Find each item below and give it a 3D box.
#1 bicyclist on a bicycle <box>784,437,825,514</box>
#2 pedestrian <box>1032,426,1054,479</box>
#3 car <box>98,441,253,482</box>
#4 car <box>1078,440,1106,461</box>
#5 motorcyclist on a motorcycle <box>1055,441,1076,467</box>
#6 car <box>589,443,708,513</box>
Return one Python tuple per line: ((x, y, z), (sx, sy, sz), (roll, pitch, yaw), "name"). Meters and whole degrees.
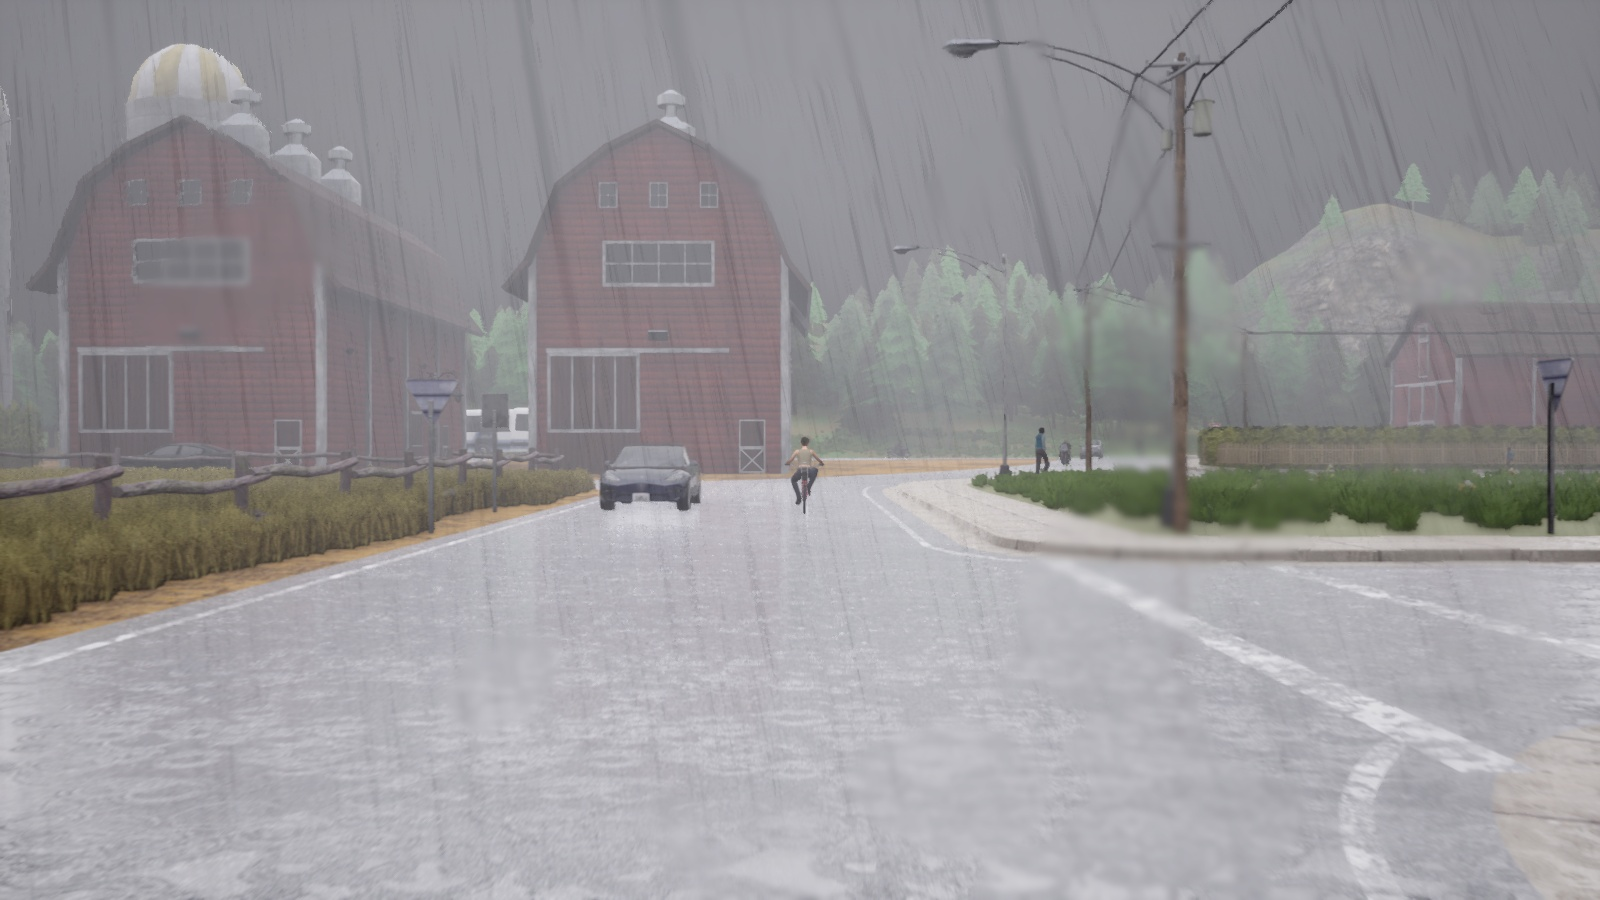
((0.102, 0.524, 26.977), (0.866, 1.612, 1.509), (0, 0, 0), "bicyclist on a bicycle")
((8.836, 0.094, 45.658), (0.692, 1.930, 0.396), (0, 0, -35), "pedestrian")
((-24.045, 0.419, 48.473), (5.008, 1.535, 1.882), (0, 0, -3), "car")
((21.948, 0.007, 94.215), (1.845, 1.501, 3.633), (0, 0, 17), "car")
((15.867, 0.208, 75.007), (0.866, 1.530, 2.191), (0, 1, 21), "motorcyclist on a motorcycle")
((-3.391, 0.572, 29.039), (2.163, 1.488, 4.792), (0, 0, 0), "car")
